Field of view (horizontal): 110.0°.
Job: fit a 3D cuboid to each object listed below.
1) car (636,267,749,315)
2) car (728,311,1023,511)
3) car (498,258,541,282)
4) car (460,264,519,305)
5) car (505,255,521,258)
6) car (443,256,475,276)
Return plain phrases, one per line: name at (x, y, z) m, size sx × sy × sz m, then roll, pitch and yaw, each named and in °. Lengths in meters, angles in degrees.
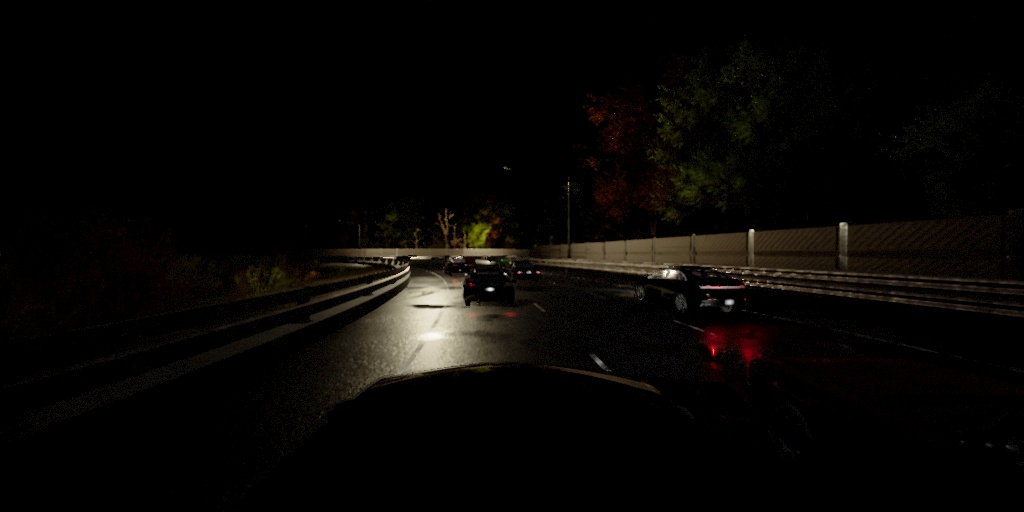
car at (6.256, 1.143, 13.134) m, size 2.128 × 1.511 × 4.902 m, roll 0°, pitch 0°, yaw -6°
car at (3.502, 1.348, 1.836) m, size 1.895 × 1.301 × 4.718 m, roll 0°, pitch 0°, yaw 0°
car at (0.543, 1.098, 25.838) m, size 2.033 × 1.411 × 5.357 m, roll 0°, pitch 0°, yaw -14°
car at (-1.102, 1.202, 15.368) m, size 1.994 × 1.385 × 4.181 m, roll 0°, pitch 0°, yaw -8°
car at (-0.067, 0.787, 39.748) m, size 2.097 × 1.767 × 4.553 m, roll 0°, pitch 0°, yaw -18°
car at (-5.142, 0.987, 32.893) m, size 2.128 × 1.511 × 4.902 m, roll 0°, pitch 0°, yaw -17°
